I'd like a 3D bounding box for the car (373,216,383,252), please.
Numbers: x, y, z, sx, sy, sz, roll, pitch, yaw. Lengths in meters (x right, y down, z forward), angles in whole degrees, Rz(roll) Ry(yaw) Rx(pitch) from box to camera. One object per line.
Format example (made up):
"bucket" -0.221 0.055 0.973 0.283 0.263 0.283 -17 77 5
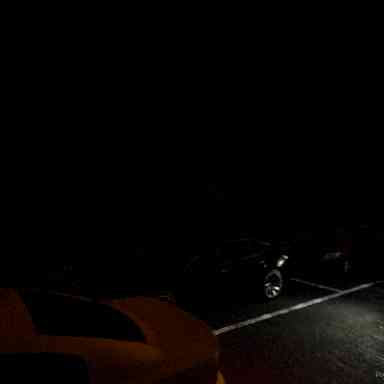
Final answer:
"car" 9.404 1.640 13.455 4.313 1.339 1.947 0 0 -35

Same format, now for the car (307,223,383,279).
"car" 4.786 1.629 10.167 4.206 1.307 1.802 0 0 -35

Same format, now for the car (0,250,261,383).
"car" -2.073 1.474 1.900 5.008 1.535 1.882 1 0 -35

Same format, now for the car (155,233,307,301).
"car" 0.169 1.586 6.880 4.313 1.339 1.947 0 0 -35
